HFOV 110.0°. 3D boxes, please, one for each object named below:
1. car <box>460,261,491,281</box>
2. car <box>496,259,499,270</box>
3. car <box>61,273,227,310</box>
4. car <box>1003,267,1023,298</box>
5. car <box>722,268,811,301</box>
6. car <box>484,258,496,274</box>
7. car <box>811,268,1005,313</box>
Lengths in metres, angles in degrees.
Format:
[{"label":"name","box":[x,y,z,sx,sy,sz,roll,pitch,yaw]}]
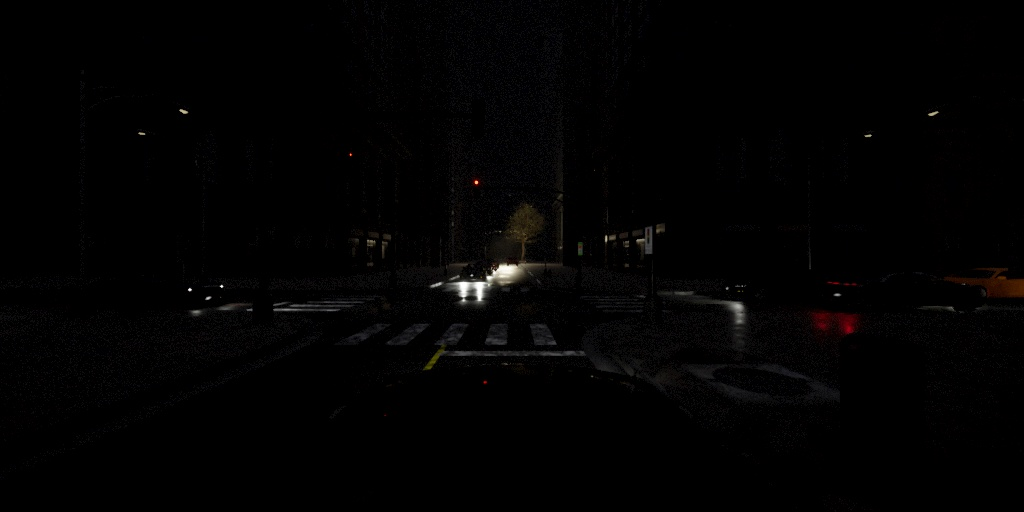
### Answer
[{"label":"car","box":[-3.094,1.314,29.542,1.994,1.385,4.181,0,0,0]},{"label":"car","box":[-3.080,1.115,48.257,2.097,1.767,4.553,0,0,0]},{"label":"car","box":[-13.897,1.303,13.786,4.718,1.301,1.895,0,0,0]},{"label":"car","box":[22.543,1.299,16.941,5.008,1.535,1.882,0,0,0]},{"label":"car","box":[12.588,1.296,16.949,4.892,1.490,1.837,0,0,0]},{"label":"car","box":[-3.093,1.231,38.612,1.882,1.535,5.008,0,0,0]},{"label":"car","box":[14.888,1.286,13.745,4.902,1.511,2.128,0,0,0]}]
